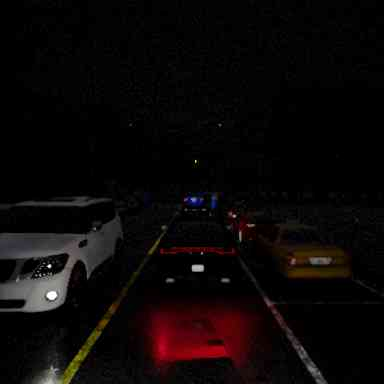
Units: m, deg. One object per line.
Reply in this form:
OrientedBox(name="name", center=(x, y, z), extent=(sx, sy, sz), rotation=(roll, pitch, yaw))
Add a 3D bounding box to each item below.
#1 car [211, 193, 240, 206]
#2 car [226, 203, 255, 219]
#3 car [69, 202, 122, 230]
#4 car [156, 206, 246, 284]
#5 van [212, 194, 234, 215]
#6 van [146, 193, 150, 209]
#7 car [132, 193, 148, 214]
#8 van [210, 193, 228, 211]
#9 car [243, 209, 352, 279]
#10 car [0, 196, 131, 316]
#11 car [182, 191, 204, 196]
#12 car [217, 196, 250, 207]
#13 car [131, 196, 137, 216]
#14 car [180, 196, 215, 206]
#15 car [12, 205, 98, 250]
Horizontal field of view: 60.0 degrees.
OrientedBox(name="car", center=(2.846, 1.090, 25.659), extent=(2.192, 1.841, 5.009), rotation=(0, 0, 0))
OrientedBox(name="car", center=(2.807, 1.414, 14.787), extent=(1.887, 1.381, 4.507), rotation=(0, 0, 0))
OrientedBox(name="car", center=(-5.698, 1.386, 20.255), extent=(1.947, 1.339, 4.313), rotation=(0, 0, 0))
OrientedBox(name="car", center=(0.125, 1.394, 9.332), extent=(1.882, 1.535, 5.008), rotation=(0, 1, 0))
OrientedBox(name="van", center=(2.866, 1.070, 31.097), extent=(1.690, 1.788, 3.998), rotation=(0, 0, 0))
OrientedBox(name="van", center=(-5.640, 1.022, 36.565), extent=(1.690, 1.788, 3.998), rotation=(0, 0, 0))
OrientedBox(name="car", center=(-5.659, 1.167, 31.128), extent=(1.967, 1.590, 4.097), rotation=(0, 0, 0))
OrientedBox(name="van", center=(2.886, 1.024, 36.534), extent=(1.690, 1.788, 3.998), rotation=(0, 0, 0))
OrientedBox(name="car", center=(2.788, 1.440, 9.519), extent=(1.752, 1.417, 4.829), rotation=(0, 1, 0))
OrientedBox(name="car", center=(-3.080, 1.151, 7.710), extent=(2.150, 2.045, 5.566), rotation=(0, 1, 0))
OrientedBox(name="car", center=(0.141, 0.922, 34.383), extent=(2.150, 2.045, 5.566), rotation=(0, 0, -1))
OrientedBox(name="car", center=(2.827, 1.262, 20.223), extent=(1.967, 1.590, 4.097), rotation=(0, 0, 0))
OrientedBox(name="car", center=(-5.679, 1.300, 25.522), extent=(1.752, 1.417, 4.829), rotation=(0, 0, 0))
OrientedBox(name="car", center=(0.175, 1.291, 22.738), extent=(2.128, 1.511, 4.902), rotation=(0, 0, 0))
OrientedBox(name="car", center=(-5.719, 1.394, 14.648), extent=(1.752, 1.417, 4.829), rotation=(0, 1, 0))
